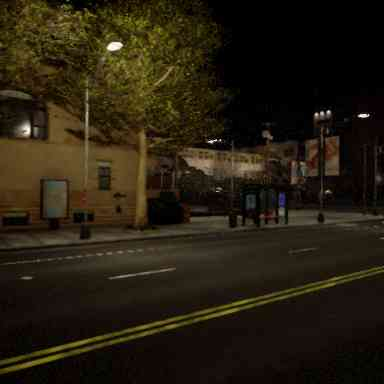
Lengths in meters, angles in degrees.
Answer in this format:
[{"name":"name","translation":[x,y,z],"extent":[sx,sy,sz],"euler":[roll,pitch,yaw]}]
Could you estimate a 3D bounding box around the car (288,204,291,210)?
[{"name":"car","translation":[12.566,1.894,50.242],"extent":[2.097,1.535,5.008],"euler":[1,0,-35]}]
